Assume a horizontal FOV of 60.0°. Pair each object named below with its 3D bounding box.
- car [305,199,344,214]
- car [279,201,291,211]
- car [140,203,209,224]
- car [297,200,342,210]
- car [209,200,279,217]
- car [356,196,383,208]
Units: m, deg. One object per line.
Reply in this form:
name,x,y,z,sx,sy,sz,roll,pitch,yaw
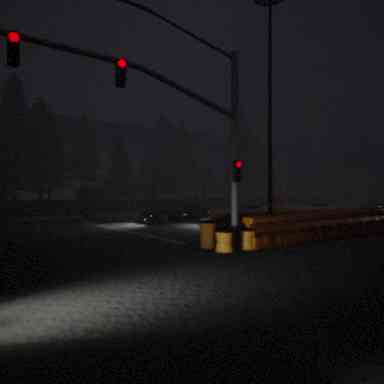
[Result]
car,14.222,1.537,35.653,4.181,1.385,1.994,-1,0,-35
car,6.886,1.472,30.405,5.008,1.535,1.882,0,0,-35
car,-1.110,1.544,24.697,5.357,1.411,2.033,0,0,-36
car,11.094,1.519,29.115,4.674,1.442,1.812,0,0,-36
car,3.820,1.521,23.915,4.674,1.442,1.812,0,0,-36
car,19.437,1.448,35.077,5.357,1.411,2.033,-2,1,-35
